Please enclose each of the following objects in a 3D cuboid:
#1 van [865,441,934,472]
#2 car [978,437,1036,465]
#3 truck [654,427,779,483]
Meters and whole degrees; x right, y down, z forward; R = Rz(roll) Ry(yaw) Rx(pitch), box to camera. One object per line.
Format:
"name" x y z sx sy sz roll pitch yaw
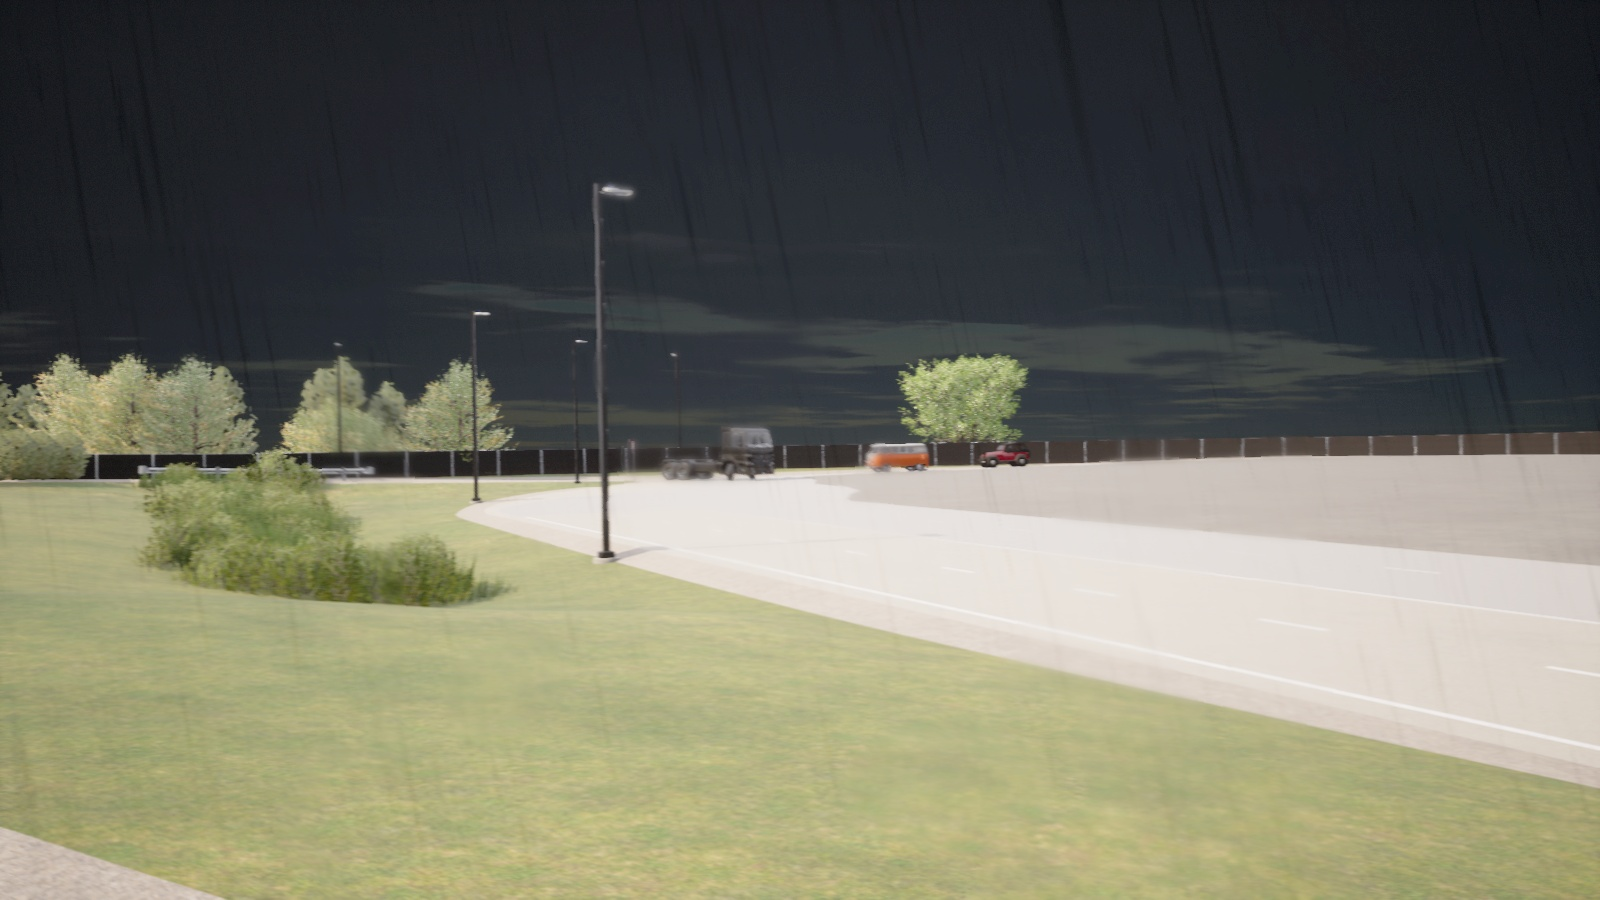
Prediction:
"van" 6.988 0.463 88.475 4.442 1.987 1.775 -3 0 -21
"car" 15.663 0.094 95.068 3.866 1.878 1.905 -4 0 -11
"truck" -5.471 0.339 81.298 7.936 3.462 2.891 -1 0 35
